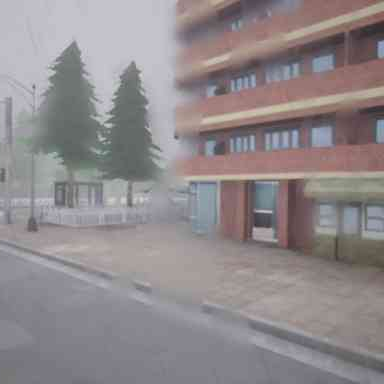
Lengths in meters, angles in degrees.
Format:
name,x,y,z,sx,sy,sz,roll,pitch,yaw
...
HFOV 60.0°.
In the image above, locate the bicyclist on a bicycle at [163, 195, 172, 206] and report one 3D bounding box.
name,x,y,z,sx,sy,sz,roll,pitch,yaw
bicyclist on a bicycle,-2.322,1.163,32.476,1.656,1.620,0.582,0,0,43
